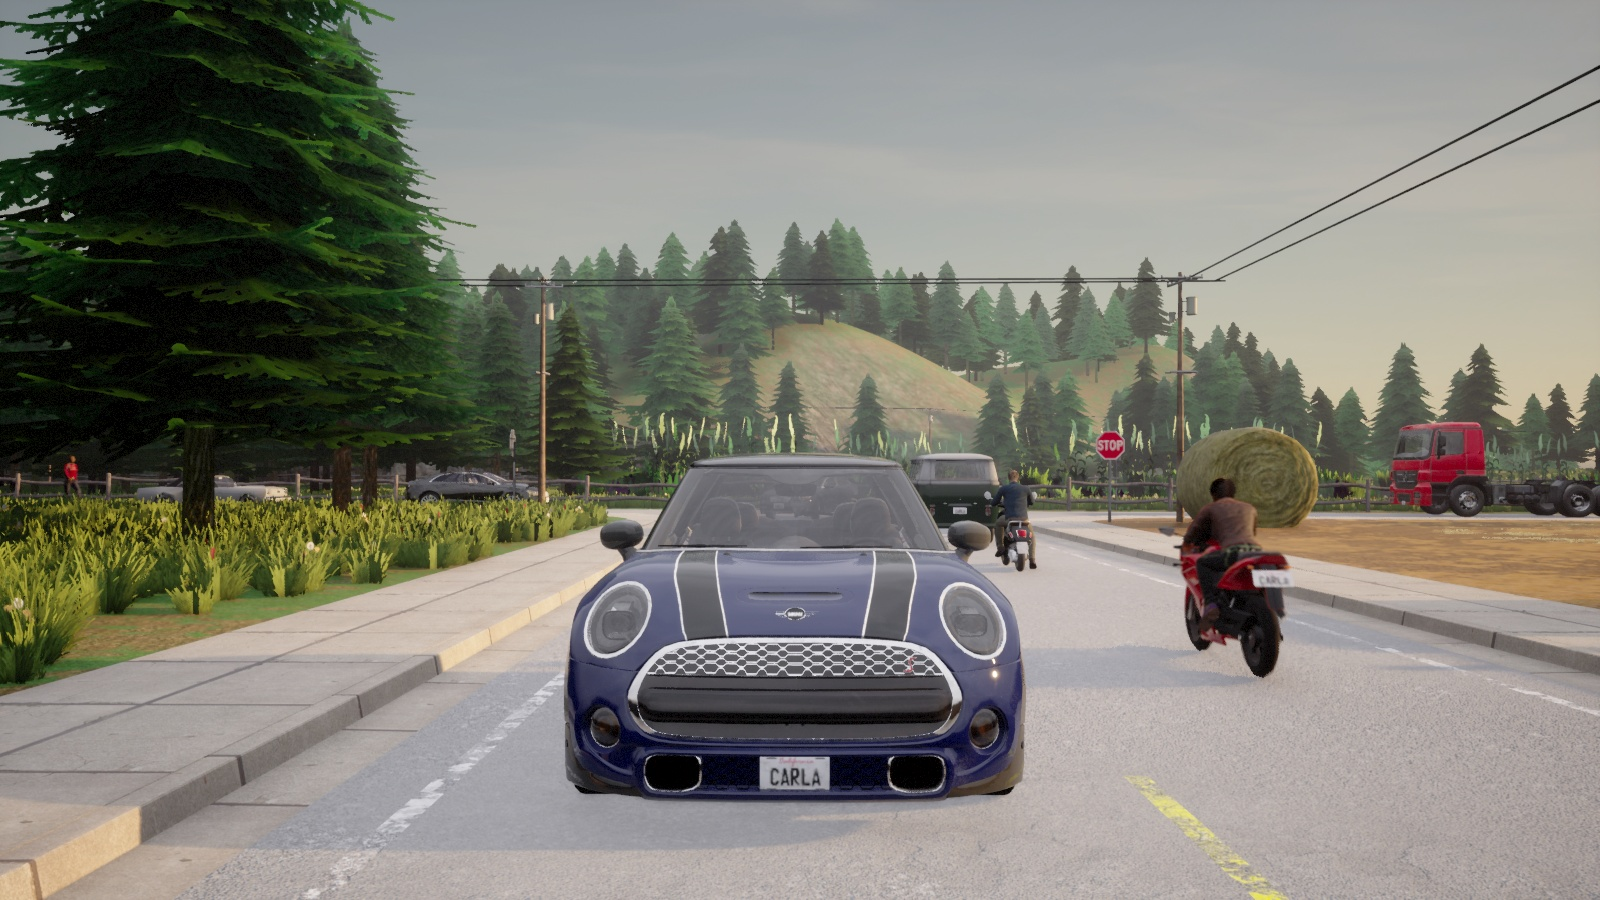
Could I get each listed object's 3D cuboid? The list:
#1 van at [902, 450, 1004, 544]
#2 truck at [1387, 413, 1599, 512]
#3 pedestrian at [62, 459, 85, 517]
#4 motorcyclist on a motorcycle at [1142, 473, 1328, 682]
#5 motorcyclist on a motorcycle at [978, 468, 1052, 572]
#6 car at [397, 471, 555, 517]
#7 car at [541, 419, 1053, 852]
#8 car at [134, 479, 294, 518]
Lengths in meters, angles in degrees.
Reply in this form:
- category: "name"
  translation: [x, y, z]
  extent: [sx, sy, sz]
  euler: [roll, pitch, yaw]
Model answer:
- category: "van"
  translation: [3.424, 1.038, 28.899]
  extent: [1.775, 1.987, 4.442]
  euler: [0, -1, 0]
- category: "truck"
  translation: [25.905, 0.455, 45.448]
  extent: [7.936, 3.462, 2.891]
  euler: [0, -1, 3]
- category: "pedestrian"
  translation: [-23.186, 1.204, 40.061]
  extent: [0.636, 1.846, 0.331]
  euler: [-1, -1, 25]
- category: "motorcyclist on a motorcycle"
  translation: [3.473, 0.955, 10.248]
  extent: [0.797, 1.523, 2.044]
  euler: [0, -1, 0]
- category: "motorcyclist on a motorcycle"
  translation: [3.447, 1.093, 20.245]
  extent: [0.866, 1.590, 1.817]
  euler: [0, -1, 0]
- category: "car"
  translation: [-11.184, 1.512, 43.634]
  extent: [4.902, 1.511, 2.128]
  euler: [0, -1, 3]
- category: "car"
  translation: [-0.021, 0.798, 7.441]
  extent: [2.097, 1.767, 4.553]
  euler: [0, -1, 0]
- category: "car"
  translation: [-20.475, 1.699, 44.022]
  extent: [4.718, 1.301, 1.895]
  euler: [0, -1, 1]
